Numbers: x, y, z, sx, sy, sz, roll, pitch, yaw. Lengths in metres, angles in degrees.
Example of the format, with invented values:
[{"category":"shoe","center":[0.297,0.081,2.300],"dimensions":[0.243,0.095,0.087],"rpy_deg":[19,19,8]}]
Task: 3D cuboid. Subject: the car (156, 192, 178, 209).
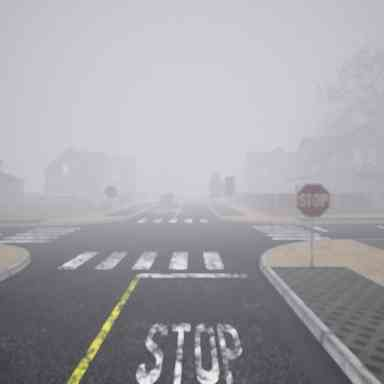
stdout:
[{"category":"car","center":[-2.657,0.853,36.391],"dimensions":[2.097,1.767,4.553],"rpy_deg":[0,1,0]}]
